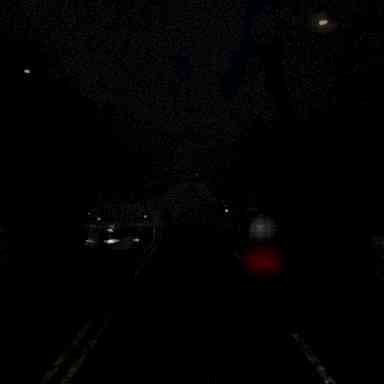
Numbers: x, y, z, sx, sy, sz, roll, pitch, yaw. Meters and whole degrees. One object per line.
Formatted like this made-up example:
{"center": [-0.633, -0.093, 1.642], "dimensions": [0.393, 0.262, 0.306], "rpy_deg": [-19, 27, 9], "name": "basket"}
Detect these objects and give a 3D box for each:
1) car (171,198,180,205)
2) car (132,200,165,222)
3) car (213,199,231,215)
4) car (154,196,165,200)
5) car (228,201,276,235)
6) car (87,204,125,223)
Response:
{"center": [-3.263, 1.852, 66.566], "dimensions": [2.033, 1.411, 5.357], "rpy_deg": [0, -1, 0], "name": "car"}
{"center": [-3.353, 1.572, 25.861], "dimensions": [1.994, 1.385, 4.181], "rpy_deg": [0, 0, 0], "name": "car"}
{"center": [3.344, 1.543, 34.513], "dimensions": [1.837, 1.490, 4.892], "rpy_deg": [0, 0, 0], "name": "car"}
{"center": [-6.518, 1.662, 66.628], "dimensions": [2.097, 1.767, 4.553], "rpy_deg": [0, -1, 0], "name": "car"}
{"center": [3.346, 1.503, 18.739], "dimensions": [1.837, 1.490, 4.892], "rpy_deg": [0, 0, 0], "name": "car"}
{"center": [-6.603, 1.609, 25.828], "dimensions": [1.895, 1.301, 4.718], "rpy_deg": [0, 0, 0], "name": "car"}
